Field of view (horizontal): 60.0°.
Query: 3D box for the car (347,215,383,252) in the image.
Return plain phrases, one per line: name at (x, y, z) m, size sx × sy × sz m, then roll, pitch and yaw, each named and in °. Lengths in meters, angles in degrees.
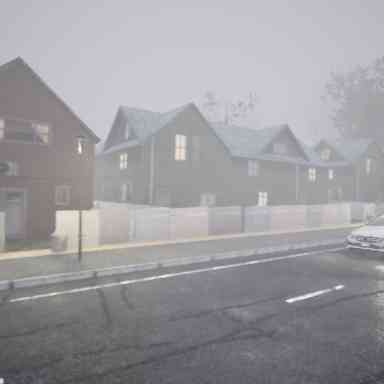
car at (8.163, 1.643, 13.328) m, size 4.674 × 1.442 × 1.812 m, roll 1°, pitch 0°, yaw -35°
